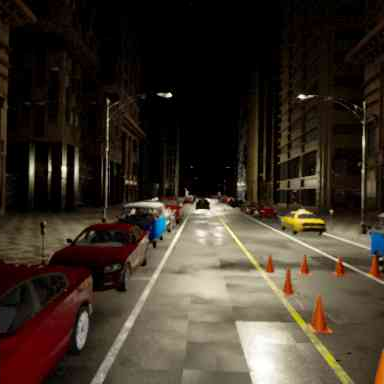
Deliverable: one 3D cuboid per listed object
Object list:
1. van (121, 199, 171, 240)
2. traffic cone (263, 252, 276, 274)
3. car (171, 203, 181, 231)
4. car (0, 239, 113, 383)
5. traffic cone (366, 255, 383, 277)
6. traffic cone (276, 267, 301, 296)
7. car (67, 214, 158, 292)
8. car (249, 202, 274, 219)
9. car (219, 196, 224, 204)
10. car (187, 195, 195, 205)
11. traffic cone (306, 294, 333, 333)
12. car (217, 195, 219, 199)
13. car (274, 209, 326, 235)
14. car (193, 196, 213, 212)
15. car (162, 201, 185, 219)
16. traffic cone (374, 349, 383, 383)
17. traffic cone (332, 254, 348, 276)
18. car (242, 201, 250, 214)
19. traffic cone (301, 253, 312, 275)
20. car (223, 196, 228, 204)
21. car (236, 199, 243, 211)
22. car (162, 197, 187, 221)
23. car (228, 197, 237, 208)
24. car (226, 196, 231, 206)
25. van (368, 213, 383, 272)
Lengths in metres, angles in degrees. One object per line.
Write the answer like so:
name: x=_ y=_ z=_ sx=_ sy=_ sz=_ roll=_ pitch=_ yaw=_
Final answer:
van: x=-2.092 y=1.361 z=14.599 sx=1.690 sy=1.788 sz=3.998 roll=1 pitch=0 yaw=1
traffic cone: x=2.257 y=2.037 z=9.623 sx=0.340 sy=0.580 sz=0.340 roll=1 pitch=0 yaw=1
car: x=-1.952 y=1.596 z=20.214 sx=2.008 sy=1.369 sz=4.403 roll=1 pitch=0 yaw=1
car: x=-2.384 y=1.514 z=3.365 sx=1.887 sy=1.381 sz=4.507 roll=1 pitch=0 yaw=1
traffic cone: x=5.255 y=2.092 z=9.546 sx=0.340 sy=0.580 sz=0.340 roll=1 pitch=0 yaw=1
traffic cone: x=2.206 y=2.028 z=7.624 sx=0.340 sy=0.580 sz=0.340 roll=1 pitch=0 yaw=1
car: x=-2.240 y=1.539 z=8.981 sx=1.887 sy=1.381 sz=4.507 roll=1 pitch=0 yaw=1
car: x=6.858 y=1.837 z=31.240 sx=1.802 sy=1.307 sz=4.206 roll=1 pitch=0 yaw=1
car: x=8.016 y=1.794 z=76.176 sx=2.192 sy=1.841 sz=5.009 roll=1 pitch=0 yaw=1
car: x=-0.798 y=1.845 z=65.146 sx=1.802 sy=1.307 sz=4.206 roll=1 pitch=0 yaw=1
traffic cone: x=2.154 y=2.018 z=5.625 sx=0.340 sy=0.580 sz=0.340 roll=1 pitch=0 yaw=1
car: x=8.301 y=2.088 z=87.409 sx=2.008 sy=1.369 sz=4.403 roll=1 pitch=0 yaw=1
car: x=6.574 y=1.730 z=20.177 sx=1.752 sy=1.417 sz=4.829 roll=1 pitch=0 yaw=1
car: x=1.411 y=1.682 z=43.512 sx=1.882 sy=1.535 sz=5.008 roll=1 pitch=0 yaw=1
car: x=-1.667 y=1.621 z=31.278 sx=1.752 sy=1.417 sz=4.829 roll=1 pitch=0 yaw=1
traffic cone: x=2.103 y=2.010 z=3.625 sx=0.340 sy=0.580 sz=0.340 roll=1 pitch=0 yaw=1
traffic cone: x=4.256 y=2.074 z=9.572 sx=0.340 sy=0.580 sz=0.340 roll=1 pitch=0 yaw=1
car: x=7.002 y=1.863 z=36.857 sx=1.802 sy=1.307 sz=4.206 roll=1 pitch=0 yaw=1
traffic cone: x=3.256 y=2.055 z=9.598 sx=0.340 sy=0.580 sz=0.340 roll=1 pitch=0 yaw=1
car: x=7.726 y=1.861 z=64.942 sx=1.967 sy=1.590 sz=4.097 roll=1 pitch=0 yaw=1
car: x=7.151 y=1.834 z=42.644 sx=1.752 sy=1.417 sz=4.829 roll=1 pitch=0 yaw=1
car: x=-1.803 y=1.386 z=25.832 sx=2.192 sy=1.841 sz=5.009 roll=1 pitch=0 yaw=1
car: x=7.435 y=1.930 z=53.708 sx=1.947 sy=1.339 sz=4.313 roll=1 pitch=0 yaw=1
car: x=7.579 y=1.937 z=59.325 sx=1.887 sy=1.381 sz=4.507 roll=1 pitch=0 yaw=1
van: x=6.285 y=1.494 z=8.773 sx=1.690 sy=1.788 sz=3.998 roll=1 pitch=0 yaw=1
